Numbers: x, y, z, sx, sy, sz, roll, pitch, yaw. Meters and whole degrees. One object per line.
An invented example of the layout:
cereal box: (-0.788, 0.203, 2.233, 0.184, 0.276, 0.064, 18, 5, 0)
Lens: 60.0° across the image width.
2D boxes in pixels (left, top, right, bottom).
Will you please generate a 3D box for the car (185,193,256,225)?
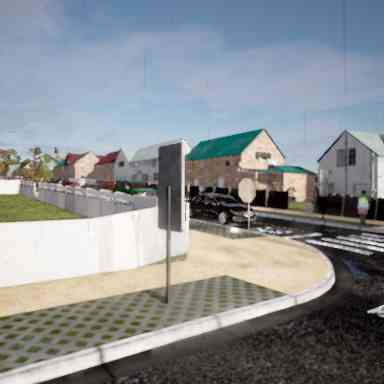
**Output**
car: (1.444, 0.867, 18.569, 1.837, 1.490, 4.892, 1, 2, -35)

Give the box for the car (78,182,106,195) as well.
car: (-13.495, -0.493, 44.724, 2.033, 1.411, 5.357, 1, 2, -35)

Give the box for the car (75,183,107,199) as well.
car: (-10.516, -0.119, 35.506, 1.837, 1.490, 4.892, 1, 3, -35)

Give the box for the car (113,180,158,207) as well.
car: (-4.614, 0.085, 27.143, 2.150, 2.045, 5.566, 1, 2, -35)

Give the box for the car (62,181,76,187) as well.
car: (-19.098, -0.972, 52.561, 1.812, 1.442, 4.674, 1, 2, -35)

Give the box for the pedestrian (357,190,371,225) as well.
pedestrian: (9.153, 0.789, 17.822, 0.375, 1.860, 0.375, 4, -2, -35)
